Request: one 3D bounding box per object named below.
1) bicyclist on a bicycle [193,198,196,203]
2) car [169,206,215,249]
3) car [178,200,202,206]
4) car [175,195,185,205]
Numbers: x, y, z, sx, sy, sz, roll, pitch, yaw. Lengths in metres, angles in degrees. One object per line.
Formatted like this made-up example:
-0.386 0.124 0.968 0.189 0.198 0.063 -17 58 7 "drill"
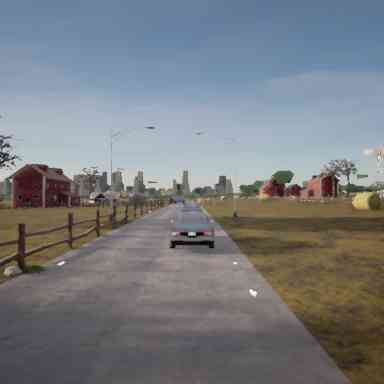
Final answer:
0.757 2.306 89.945 0.582 1.620 1.656 0 -1 0 "bicyclist on a bicycle"
0.000 1.582 14.656 2.033 1.411 5.357 0 0 0 "car"
0.000 1.656 29.661 1.994 1.385 4.181 0 0 0 "car"
-2.750 1.796 75.952 2.150 2.045 5.566 0 -1 0 "car"
